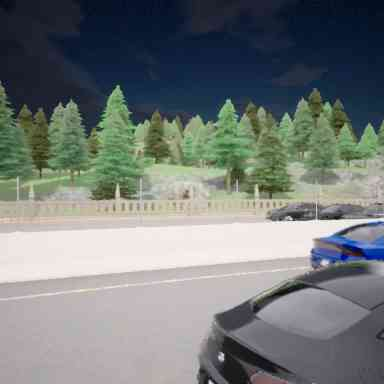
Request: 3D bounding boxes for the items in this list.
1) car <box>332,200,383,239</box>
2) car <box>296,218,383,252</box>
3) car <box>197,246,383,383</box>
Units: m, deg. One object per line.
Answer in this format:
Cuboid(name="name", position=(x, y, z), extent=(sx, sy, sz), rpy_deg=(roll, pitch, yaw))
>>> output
Cuboid(name="car", position=(9.938, 1.349, 17.273), extent=(4.553, 1.767, 2.097), rpy_deg=(0, 0, -14))
Cuboid(name="car", position=(5.414, 1.476, 8.453), extent=(5.008, 1.535, 1.882), rpy_deg=(0, 0, -19))
Cuboid(name="car", position=(2.347, 1.525, 3.633), extent=(4.674, 1.442, 1.812), rpy_deg=(0, 0, -22))
